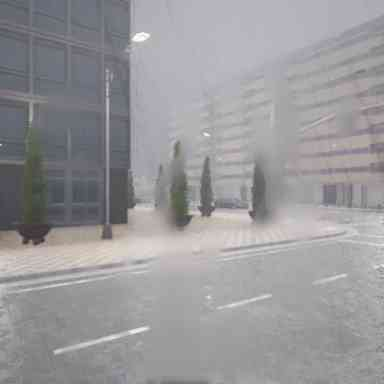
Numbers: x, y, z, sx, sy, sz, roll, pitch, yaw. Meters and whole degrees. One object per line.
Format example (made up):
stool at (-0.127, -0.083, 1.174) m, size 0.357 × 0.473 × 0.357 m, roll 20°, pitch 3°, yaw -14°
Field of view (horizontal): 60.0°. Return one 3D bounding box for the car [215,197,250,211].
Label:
car at (4.777, 1.437, 40.087) m, size 1.837 × 1.490 × 4.892 m, roll 0°, pitch 0°, yaw -35°

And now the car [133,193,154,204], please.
car at (-9.035, 1.425, 59.812) m, size 2.128 × 1.511 × 4.902 m, roll 0°, pitch 0°, yaw -35°
